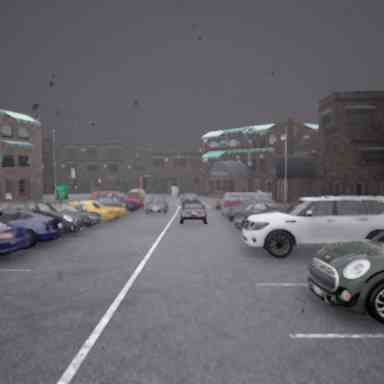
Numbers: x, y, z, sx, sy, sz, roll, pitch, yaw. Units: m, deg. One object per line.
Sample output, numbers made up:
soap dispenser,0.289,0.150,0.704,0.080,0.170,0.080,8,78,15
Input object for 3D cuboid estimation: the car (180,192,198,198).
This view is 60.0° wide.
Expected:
car,-0.329,0.804,40.767,2.097,1.767,4.553,0,3,-5

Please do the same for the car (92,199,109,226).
car,-7.687,1.350,19.315,4.892,1.521,2.231,0,0,0

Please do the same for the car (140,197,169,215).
car,-3.133,1.260,30.678,2.128,1.511,4.902,0,1,0

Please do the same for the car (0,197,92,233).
car,-7.712,1.243,16.502,4.553,1.767,2.185,0,0,0

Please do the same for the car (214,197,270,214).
car,4.642,1.235,31.504,4.892,1.521,2.231,0,2,0

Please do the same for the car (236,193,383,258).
car,4.621,1.147,11.934,5.566,2.045,2.435,0,0,0

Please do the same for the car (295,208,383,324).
car,4.681,1.310,6.473,4.553,1.767,2.185,0,0,0

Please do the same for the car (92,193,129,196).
car,-7.651,1.159,28.258,4.553,1.767,2.185,0,1,0

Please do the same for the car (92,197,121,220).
car,-7.866,1.326,22.378,5.366,1.575,1.946,0,0,0

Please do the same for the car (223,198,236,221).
car,4.643,1.343,20.442,4.892,1.521,2.231,0,0,0

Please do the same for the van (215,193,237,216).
van,4.532,1.054,28.693,4.442,1.987,1.878,0,1,0

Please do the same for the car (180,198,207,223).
car,0.097,1.387,23.806,2.033,1.411,5.357,0,0,0

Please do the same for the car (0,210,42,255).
car,-7.677,1.448,10.626,4.674,1.452,2.002,0,0,0

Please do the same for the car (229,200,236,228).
car,4.656,1.362,17.523,4.892,1.521,2.231,0,0,0

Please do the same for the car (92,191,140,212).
car,-7.653,0.924,34.028,5.566,2.045,2.435,0,1,0

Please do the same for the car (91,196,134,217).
car,-7.496,1.306,25.318,5.366,1.575,1.946,0,0,0

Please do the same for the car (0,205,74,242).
car,-7.710,1.418,13.565,4.792,1.488,2.163,0,0,0
